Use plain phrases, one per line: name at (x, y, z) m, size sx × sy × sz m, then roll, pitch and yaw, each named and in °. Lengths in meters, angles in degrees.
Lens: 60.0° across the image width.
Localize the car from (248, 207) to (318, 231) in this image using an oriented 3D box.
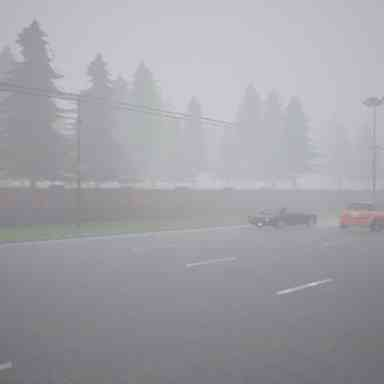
car at (5.773, 1.614, 20.756) m, size 4.718 × 1.301 × 1.895 m, roll 0°, pitch 0°, yaw -35°

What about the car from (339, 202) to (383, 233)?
car at (11.006, 1.368, 20.186) m, size 4.553 × 1.767 × 2.097 m, roll 0°, pitch 0°, yaw -35°
